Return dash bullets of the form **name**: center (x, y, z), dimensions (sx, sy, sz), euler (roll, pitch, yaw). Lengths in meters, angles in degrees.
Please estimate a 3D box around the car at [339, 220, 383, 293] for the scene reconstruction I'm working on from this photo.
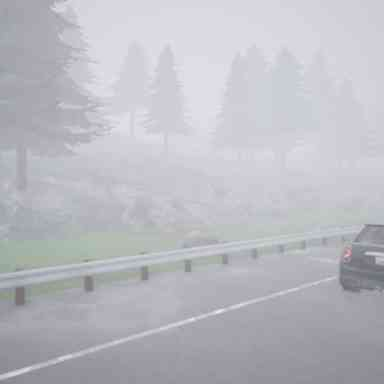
- **car**: center (5.543, 1.417, 7.992), dimensions (4.553, 1.767, 2.097), euler (0, -1, -37)
